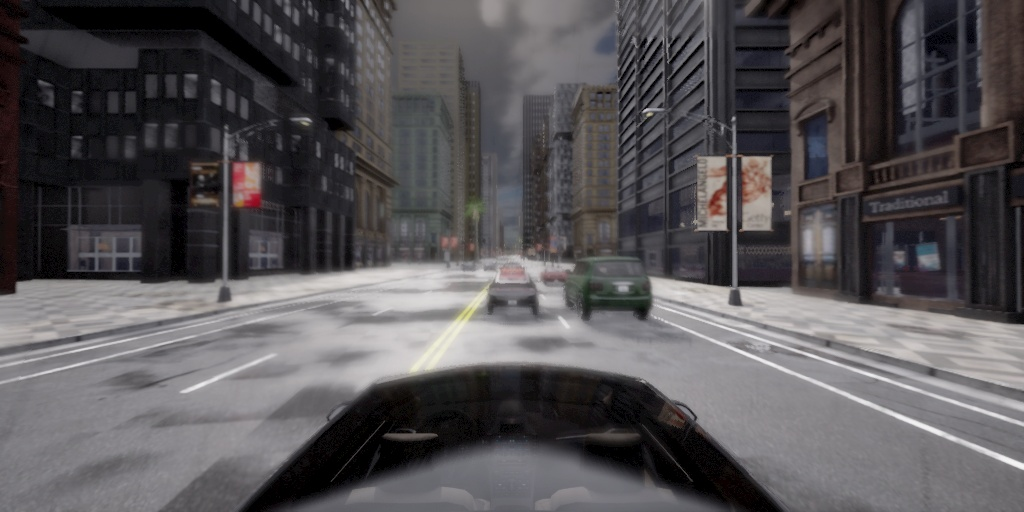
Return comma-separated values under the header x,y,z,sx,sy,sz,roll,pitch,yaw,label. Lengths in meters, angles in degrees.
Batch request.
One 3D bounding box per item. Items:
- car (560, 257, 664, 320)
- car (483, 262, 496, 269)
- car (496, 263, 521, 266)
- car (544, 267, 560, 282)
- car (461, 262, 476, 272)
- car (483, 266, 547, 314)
x,y,z,sx,sy,sz,roll,pitch,yaw,label
3.282,1.061,13.154,2.150,2.045,5.566,0,0,0,car
-3.336,1.677,55.098,2.033,1.411,5.357,0,0,1,car
0.037,1.311,29.167,2.097,1.767,4.553,0,0,0,car
3.283,1.557,28.633,1.895,1.301,4.718,0,0,0,car
-6.586,1.658,55.557,1.812,1.442,4.674,0,0,0,car
0.041,1.338,14.248,2.128,1.511,4.902,0,0,1,car
